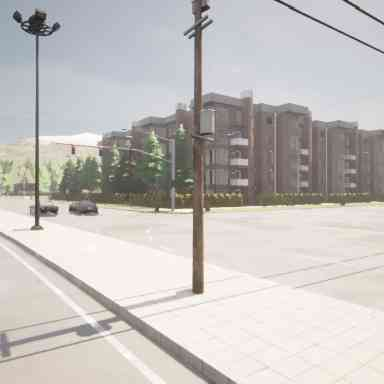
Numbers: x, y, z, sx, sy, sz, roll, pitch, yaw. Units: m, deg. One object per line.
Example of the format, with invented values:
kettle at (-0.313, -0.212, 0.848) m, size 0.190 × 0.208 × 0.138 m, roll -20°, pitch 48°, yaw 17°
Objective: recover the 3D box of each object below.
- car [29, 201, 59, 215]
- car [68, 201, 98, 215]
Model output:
car at (-14.962, 1.601, 33.367) m, size 1.895 × 1.301 × 4.718 m, roll 0°, pitch 0°, yaw -37°
car at (-11.252, 1.564, 34.276) m, size 1.994 × 1.385 × 4.181 m, roll 0°, pitch 0°, yaw -37°
